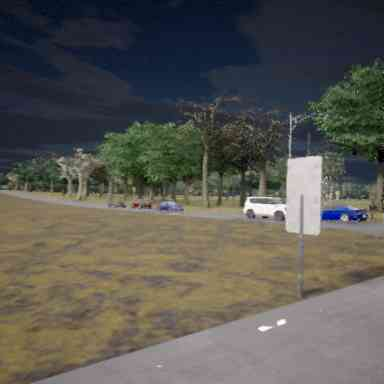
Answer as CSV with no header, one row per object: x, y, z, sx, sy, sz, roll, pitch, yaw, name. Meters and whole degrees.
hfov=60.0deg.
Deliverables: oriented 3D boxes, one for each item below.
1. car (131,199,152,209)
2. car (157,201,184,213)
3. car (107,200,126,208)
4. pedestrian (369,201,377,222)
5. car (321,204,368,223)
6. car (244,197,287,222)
-8.803,2.014,57.665,2.097,1.767,4.553,3,-2,-35,car
-2.850,1.944,43.083,1.812,1.442,4.674,3,-2,-36,car
-13.074,2.153,57.581,1.994,1.385,4.181,3,-2,-35,car
16.075,1.707,29.593,0.375,1.860,0.375,1,-1,-35,pedestrian
12.217,1.788,28.258,1.882,1.535,5.008,3,-2,-33,car
7.006,1.448,29.234,2.150,2.045,5.566,3,-2,-36,car
